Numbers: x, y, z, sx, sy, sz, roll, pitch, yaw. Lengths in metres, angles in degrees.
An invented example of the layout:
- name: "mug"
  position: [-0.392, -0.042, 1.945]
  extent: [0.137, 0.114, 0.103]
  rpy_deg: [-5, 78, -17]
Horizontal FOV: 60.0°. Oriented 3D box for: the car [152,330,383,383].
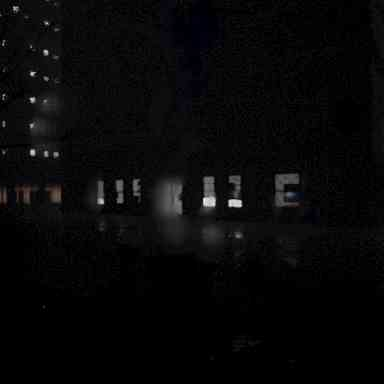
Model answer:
- name: "car"
  position: [1.551, 1.567, 1.855]
  extent: [4.313, 1.339, 1.947]
  rpy_deg: [0, 0, 36]
